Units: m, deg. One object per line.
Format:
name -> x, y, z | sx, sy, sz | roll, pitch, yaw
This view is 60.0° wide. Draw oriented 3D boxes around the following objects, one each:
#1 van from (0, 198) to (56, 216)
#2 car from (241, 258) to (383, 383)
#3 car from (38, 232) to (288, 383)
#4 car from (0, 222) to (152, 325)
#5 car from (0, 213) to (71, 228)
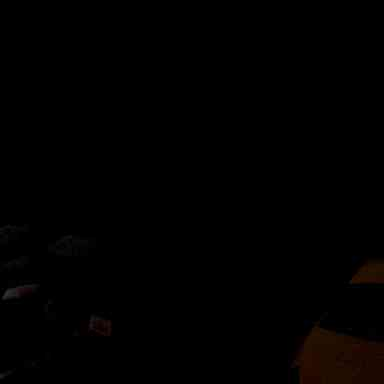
van -> -6.555, 1.196, 10.254 | 1.878, 1.987, 4.442 | 0, 1, 35
car -> 2.725, 1.477, 4.045 | 1.946, 1.575, 5.366 | 0, 0, 35
car -> 0.357, 1.505, 5.534 | 2.163, 1.488, 4.792 | 0, 0, 35
car -> -2.032, 1.501, 7.199 | 2.002, 1.452, 4.674 | 1, 0, 35
car -> -4.302, 1.480, 8.812 | 2.002, 1.452, 4.674 | 1, 0, 35
